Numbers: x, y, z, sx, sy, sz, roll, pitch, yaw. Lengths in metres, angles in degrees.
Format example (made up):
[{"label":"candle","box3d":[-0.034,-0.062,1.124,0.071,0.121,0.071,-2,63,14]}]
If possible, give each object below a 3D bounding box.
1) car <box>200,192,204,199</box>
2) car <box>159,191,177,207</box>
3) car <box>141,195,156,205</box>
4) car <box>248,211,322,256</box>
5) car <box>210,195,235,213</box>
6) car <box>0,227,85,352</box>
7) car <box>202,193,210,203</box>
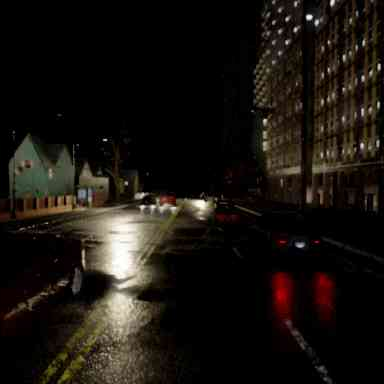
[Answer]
[{"label":"car","box3d":[3.223,1.177,70.468,2.033,1.411,5.357,0,0,0]},{"label":"car","box3d":[-3.352,0.954,47.230,2.150,2.045,5.566,0,1,0]},{"label":"car","box3d":[-6.584,1.226,50.548,1.837,1.490,4.892,0,0,0]},{"label":"car","box3d":[3.345,1.445,12.581,1.812,1.442,4.674,0,0,0]},{"label":"car","box3d":[3.337,1.287,34.542,2.128,1.511,4.902,0,0,0]},{"label":"car","box3d":[-3.353,1.441,5.553,1.882,1.535,5.008,0,0,0]},{"label":"car","box3d":[3.227,1.204,59.464,1.812,1.442,4.674,0,0,0]}]
